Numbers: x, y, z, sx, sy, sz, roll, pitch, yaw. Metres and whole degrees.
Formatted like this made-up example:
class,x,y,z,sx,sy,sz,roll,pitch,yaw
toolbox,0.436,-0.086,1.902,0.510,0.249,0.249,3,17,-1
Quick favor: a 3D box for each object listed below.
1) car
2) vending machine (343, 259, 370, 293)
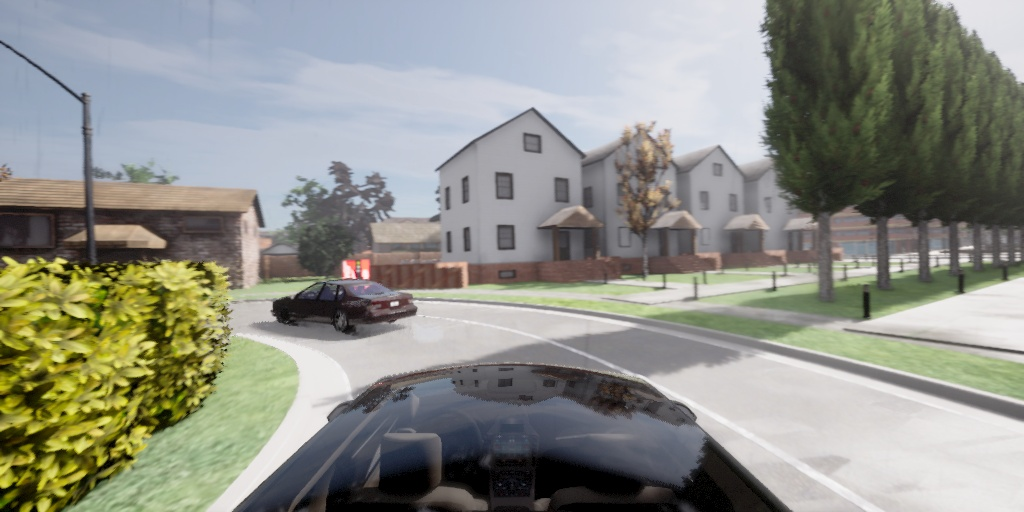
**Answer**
class,x,y,z,sx,sy,sz,roll,pitch,yaw
car,-5.441,1.458,11.369,5.357,1.411,2.033,-2,0,31
vending machine,-8.426,1.191,19.537,0.880,2.100,1.100,0,0,11
